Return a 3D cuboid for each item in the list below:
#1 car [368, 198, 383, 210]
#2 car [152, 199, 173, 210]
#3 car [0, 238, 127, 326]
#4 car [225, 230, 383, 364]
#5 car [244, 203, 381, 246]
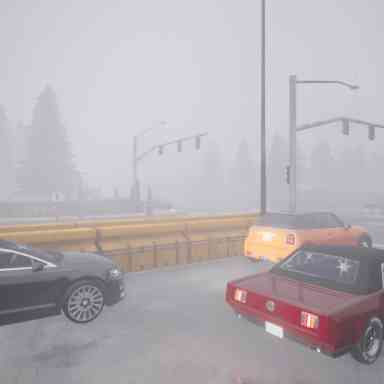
[{"bbox_3d":[24.578,1.548,43.147,5.357,1.411,2.033,0,0,-33],"label":"car"},{"bbox_3d":[-4.243,1.564,43.989,1.994,1.385,4.181,0,0,-36],"label":"car"},{"bbox_3d":[-3.528,1.492,5.522,4.902,1.511,2.128,0,0,-36],"label":"car"},{"bbox_3d":[2.937,1.601,5.848,4.718,1.301,1.895,0,0,-36],"label":"car"},{"bbox_3d":[3.885,1.352,10.829,4.553,1.767,2.097,0,0,-36],"label":"car"}]
